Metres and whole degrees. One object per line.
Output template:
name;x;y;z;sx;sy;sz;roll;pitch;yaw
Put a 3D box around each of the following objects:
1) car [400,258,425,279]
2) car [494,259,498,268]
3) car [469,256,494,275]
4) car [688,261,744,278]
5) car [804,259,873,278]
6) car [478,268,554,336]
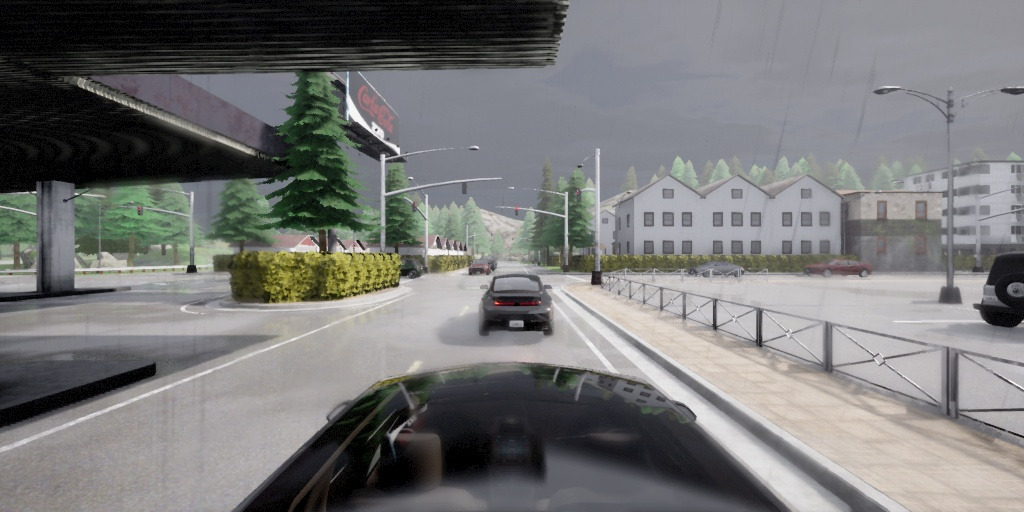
car;-9.856;0.973;30.792;4.553;1.767;2.097;3;0;0
car;-3.394;0.971;48.874;2.150;2.045;5.566;0;0;0
car;-3.417;1.102;38.635;2.097;1.767;4.553;0;0;0
car;17.494;1.122;30.818;4.181;1.385;1.994;0;0;0
car;27.958;1.036;30.828;5.008;1.535;1.882;0;0;0
car;0.116;1.255;10.348;1.837;1.490;4.892;0;0;0
